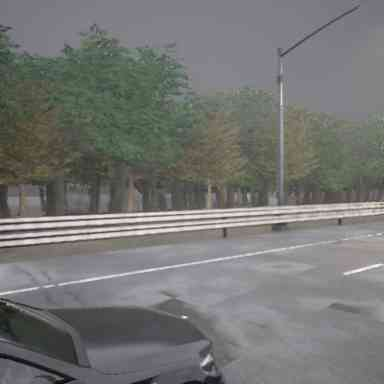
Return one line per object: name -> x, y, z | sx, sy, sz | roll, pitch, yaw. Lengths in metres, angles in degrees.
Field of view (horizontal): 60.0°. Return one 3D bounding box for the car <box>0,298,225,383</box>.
car -> -1.880, 1.527, 2.405 | 4.674, 1.442, 1.812 | 0, 0, -36
